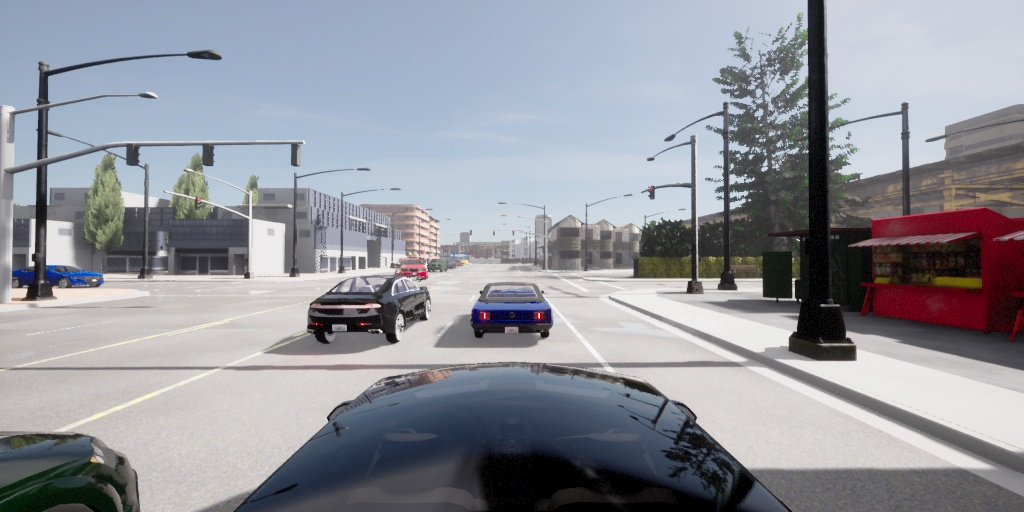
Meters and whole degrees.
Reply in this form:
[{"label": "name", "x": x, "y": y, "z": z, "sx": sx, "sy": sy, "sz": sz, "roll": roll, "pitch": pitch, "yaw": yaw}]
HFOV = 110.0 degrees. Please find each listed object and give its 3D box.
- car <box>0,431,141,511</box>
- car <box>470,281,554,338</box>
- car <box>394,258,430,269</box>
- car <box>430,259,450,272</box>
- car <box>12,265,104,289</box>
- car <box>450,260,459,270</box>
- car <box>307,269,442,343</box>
[{"label": "car", "x": -3.373, "y": 1.314, "z": 0.538, "sx": 1.994, "sy": 1.385, "sz": 4.181, "roll": 0, "pitch": 0, "yaw": -1}, {"label": "car", "x": -0.010, "y": 1.365, "z": 10.185, "sx": 1.895, "sy": 1.301, "sz": 4.718, "roll": 0, "pitch": 0, "yaw": 0}, {"label": "car", "x": -9.181, "y": 1.174, "z": 32.020, "sx": 2.150, "sy": 2.045, "sz": 5.566, "roll": -1, "pitch": 0, "yaw": -25}, {"label": "car", "x": -11.112, "y": 1.388, "z": 53.230, "sx": 2.150, "sy": 2.045, "sz": 5.566, "roll": 0, "pitch": -1, "yaw": 0}, {"label": "car", "x": -29.746, "y": 1.316, "z": 23.405, "sx": 5.008, "sy": 1.535, "sz": 1.882, "roll": 0, "pitch": -1, "yaw": 0}, {"label": "car", "x": -11.185, "y": 1.617, "z": 63.979, "sx": 1.882, "sy": 1.535, "sz": 5.008, "roll": 0, "pitch": 1, "yaw": 0}, {"label": "car", "x": -3.511, "y": 1.257, "z": 9.707, "sx": 2.128, "sy": 1.511, "sz": 4.902, "roll": 0, "pitch": 0, "yaw": 0}]
